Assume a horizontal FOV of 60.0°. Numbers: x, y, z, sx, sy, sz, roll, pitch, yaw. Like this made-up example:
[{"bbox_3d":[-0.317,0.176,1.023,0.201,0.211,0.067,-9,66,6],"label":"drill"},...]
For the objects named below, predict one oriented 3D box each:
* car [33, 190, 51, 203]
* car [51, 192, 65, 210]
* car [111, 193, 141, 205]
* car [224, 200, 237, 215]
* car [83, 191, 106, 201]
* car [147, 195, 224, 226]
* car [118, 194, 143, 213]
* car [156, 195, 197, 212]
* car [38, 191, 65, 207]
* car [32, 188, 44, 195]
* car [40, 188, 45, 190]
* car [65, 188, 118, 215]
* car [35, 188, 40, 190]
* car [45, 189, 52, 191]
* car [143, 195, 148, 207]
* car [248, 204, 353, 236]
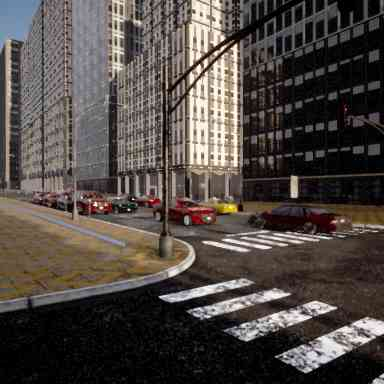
[{"bbox_3d":[-18.279,0.794,40.851,1.802,1.307,4.206,1,0,-36],"label":"car"},{"bbox_3d":[-11.659,0.987,31.770,1.947,1.339,4.313,1,0,-36],"label":"car"},{"bbox_3d":[-8.203,0.856,41.254,1.947,1.339,4.313,1,0,-36],"label":"car"},{"bbox_3d":[1.698,1.127,27.823,1.752,1.417,4.829,1,0,-36],"label":"car"},{"bbox_3d":[-14.824,0.646,50.337,1.947,1.339,4.313,1,0,-36],"label":"car"},{"bbox_3d":[-0.567,1.177,20.921,1.882,1.535,5.008,0,1,-38],"label":"car"},{"bbox_3d":[-6.475,1.112,29.035,1.895,1.301,4.718,0,1,-36],"label":"car"},{"bbox_3d":[-1.582,1.066,32.173,1.947,1.339,4.313,1,0,-36],"label":"car"},{"bbox_3d":[-14.968,0.861,36.310,1.887,1.381,4.507,1,0,-36],"label":"car"},{"bbox_3d":[-37.995,-0.208,82.123,1.967,1.590,4.097,1,0,-36],"label":"car"},{"bbox_3d":[-31.376,0.104,73.042,1.887,1.381,4.507,1,0,-36],"label":"car"},{"bbox_3d":[-8.343,0.841,27.228,2.192,1.841,5.009,1,0,-36],"label":"car"},{"bbox_3d":[-34.685,-0.104,77.583,1.967,1.590,4.097,1,0,-36],"label":"car"},{"bbox_3d":[-28.066,0.214,68.501,2.008,1.369,4.403,1,0,-36],"label":"car"},{"bbox_3d":[-4.892,0.977,36.713,1.802,1.307,4.206,1,0,-36],"label":"car"},{"bbox_3d":[5.472,1.357,17.463,2.033,1.411,5.357,-1,1,-39],"label":"car"}]
